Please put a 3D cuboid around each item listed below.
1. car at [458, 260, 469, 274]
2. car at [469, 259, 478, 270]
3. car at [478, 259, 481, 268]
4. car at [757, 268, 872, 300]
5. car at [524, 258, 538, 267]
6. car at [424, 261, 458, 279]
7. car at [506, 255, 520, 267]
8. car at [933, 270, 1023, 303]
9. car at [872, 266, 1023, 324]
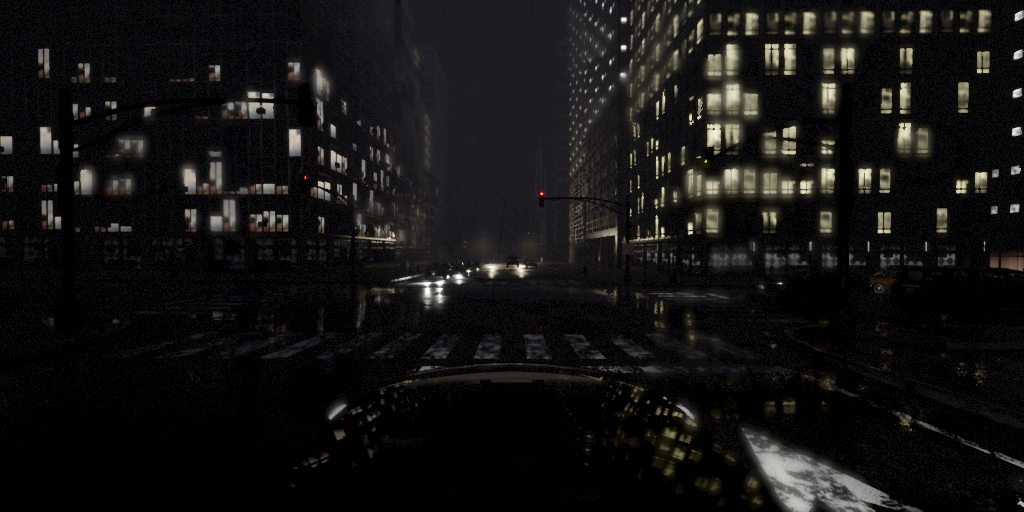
[{"bbox_3d":[-6.510,1.326,41.626,1.895,1.301,4.718,0,0,0],"label":"car"},{"bbox_3d":[-6.479,1.263,51.397,2.033,1.411,5.357,0,0,0],"label":"car"},{"bbox_3d":[-6.419,1.182,61.737,1.882,1.535,5.008,0,0,1],"label":"car"},{"bbox_3d":[15.279,1.357,18.270,4.902,1.511,2.128,1,1,2],"label":"car"},{"bbox_3d":[3.395,1.228,63.253,1.812,1.442,4.674,0,0,0],"label":"car"},{"bbox_3d":[-6.533,1.225,32.344,2.128,1.511,4.902,0,0,0],"label":"car"},{"bbox_3d":[0.144,0.925,62.873,2.150,2.045,5.566,0,0,0],"label":"car"},{"bbox_3d":[25.103,1.500,18.046,5.357,1.411,2.033,0,1,1],"label":"car"},{"bbox_3d":[16.215,1.281,12.439,5.009,1.841,2.192,0,0,1],"label":"car"}]
